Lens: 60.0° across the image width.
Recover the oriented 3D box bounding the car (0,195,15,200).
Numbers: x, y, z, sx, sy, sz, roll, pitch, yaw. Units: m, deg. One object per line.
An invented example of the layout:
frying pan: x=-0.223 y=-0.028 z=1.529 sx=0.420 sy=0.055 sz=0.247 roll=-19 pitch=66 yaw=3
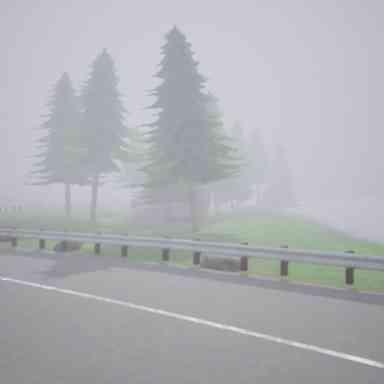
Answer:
car: x=-44.373 y=1.829 z=79.087 sx=2.150 sy=2.045 sz=5.566 roll=0 pitch=0 yaw=-1
